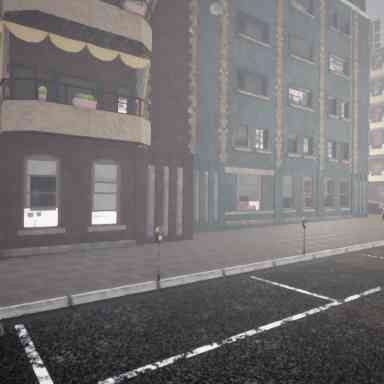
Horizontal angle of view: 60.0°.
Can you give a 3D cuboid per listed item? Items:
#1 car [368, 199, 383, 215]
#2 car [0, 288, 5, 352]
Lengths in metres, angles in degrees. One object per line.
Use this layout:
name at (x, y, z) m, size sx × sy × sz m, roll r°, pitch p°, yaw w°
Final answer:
car at (16.141, 1.241, 32.640) m, size 2.192 × 1.841 × 5.009 m, roll 1°, pitch 0°, yaw -36°
car at (-4.195, 1.566, 3.097) m, size 4.313 × 1.339 × 1.947 m, roll 0°, pitch 1°, yaw -35°
